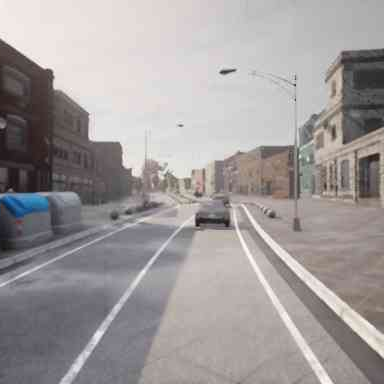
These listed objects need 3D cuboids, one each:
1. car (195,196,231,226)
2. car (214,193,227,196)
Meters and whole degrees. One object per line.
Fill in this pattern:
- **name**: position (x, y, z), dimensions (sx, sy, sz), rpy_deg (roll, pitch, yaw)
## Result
- **car**: position (1.277, 1.192, 19.839), dimensions (1.994, 1.385, 4.181), rpy_deg (0, 1, 5)
- **car**: position (3.253, 0.895, 37.208), dimensions (2.128, 1.511, 4.902), rpy_deg (0, 0, 7)
